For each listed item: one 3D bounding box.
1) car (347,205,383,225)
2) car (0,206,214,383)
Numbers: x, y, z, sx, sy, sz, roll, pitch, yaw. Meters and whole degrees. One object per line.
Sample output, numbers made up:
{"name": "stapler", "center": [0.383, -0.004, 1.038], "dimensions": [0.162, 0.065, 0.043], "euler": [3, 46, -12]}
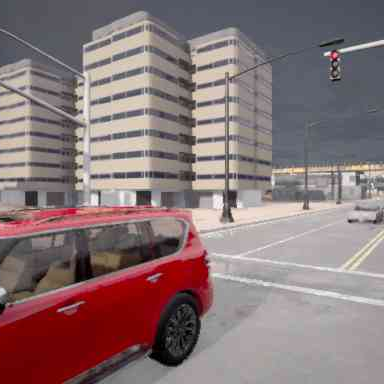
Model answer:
{"name": "car", "center": [12.694, 1.601, 24.285], "dimensions": [1.895, 1.301, 4.718], "euler": [0, 0, 35]}
{"name": "car", "center": [-1.871, 1.237, 3.685], "dimensions": [2.150, 2.045, 5.566], "euler": [0, 0, 35]}
